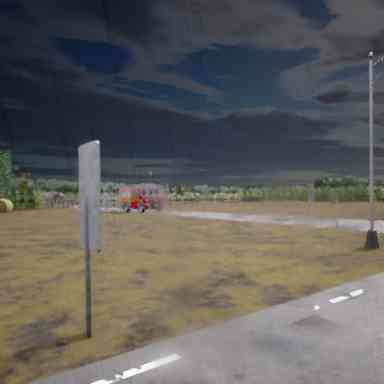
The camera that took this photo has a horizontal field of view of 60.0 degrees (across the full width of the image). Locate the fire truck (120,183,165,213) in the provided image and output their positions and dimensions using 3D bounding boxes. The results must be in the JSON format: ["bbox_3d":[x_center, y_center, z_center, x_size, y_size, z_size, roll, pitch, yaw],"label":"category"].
[{"bbox_3d":[-7.026,0.811,46.263,2.891,3.827,8.468,-1,0,-35],"label":"fire truck"}]
